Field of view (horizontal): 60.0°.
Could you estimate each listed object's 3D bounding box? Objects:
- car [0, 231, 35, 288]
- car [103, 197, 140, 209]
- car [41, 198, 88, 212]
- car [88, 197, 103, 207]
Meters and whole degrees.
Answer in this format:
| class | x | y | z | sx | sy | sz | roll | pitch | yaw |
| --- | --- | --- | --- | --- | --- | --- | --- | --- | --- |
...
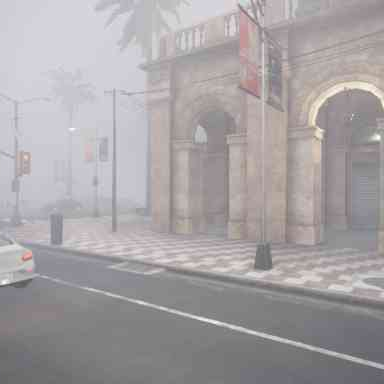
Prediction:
| class | x | y | z | sx | sy | sz | roll | pitch | yaw |
| --- | --- | --- | --- | --- | --- | --- | --- | --- | --- |
| car | -5.564 | 1.526 | 7.919 | 4.674 | 1.442 | 1.812 | 0 | 0 | 36 |
| car | -9.473 | 1.601 | 45.839 | 1.895 | 1.301 | 4.718 | 0 | 0 | 36 |
| car | -14.866 | 1.505 | 38.300 | 1.837 | 1.490 | 4.892 | 0 | 0 | 36 |
| car | -13.852 | 1.513 | 51.049 | 2.161 | 1.482 | 4.786 | 0 | 0 | 35 |
